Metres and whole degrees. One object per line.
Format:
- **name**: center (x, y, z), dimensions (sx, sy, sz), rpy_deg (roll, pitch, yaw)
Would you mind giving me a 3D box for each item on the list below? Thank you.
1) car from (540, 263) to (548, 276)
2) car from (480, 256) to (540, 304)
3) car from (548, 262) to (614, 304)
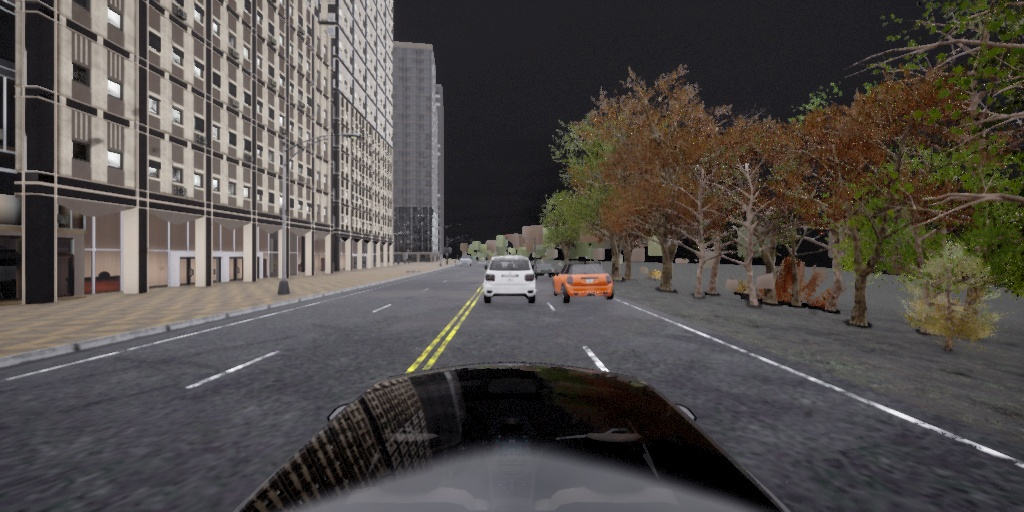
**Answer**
- **car**: center (2.748, 1.321, 31.721), dimensions (1.895, 1.301, 4.718), rpy_deg (-2, -2, -2)
- **car**: center (-0.120, 1.006, 16.586), dimensions (2.150, 2.045, 5.566), rpy_deg (0, 0, -1)
- **car**: center (3.109, 1.078, 16.593), dimensions (2.097, 1.767, 4.553), rpy_deg (-1, -1, -1)
